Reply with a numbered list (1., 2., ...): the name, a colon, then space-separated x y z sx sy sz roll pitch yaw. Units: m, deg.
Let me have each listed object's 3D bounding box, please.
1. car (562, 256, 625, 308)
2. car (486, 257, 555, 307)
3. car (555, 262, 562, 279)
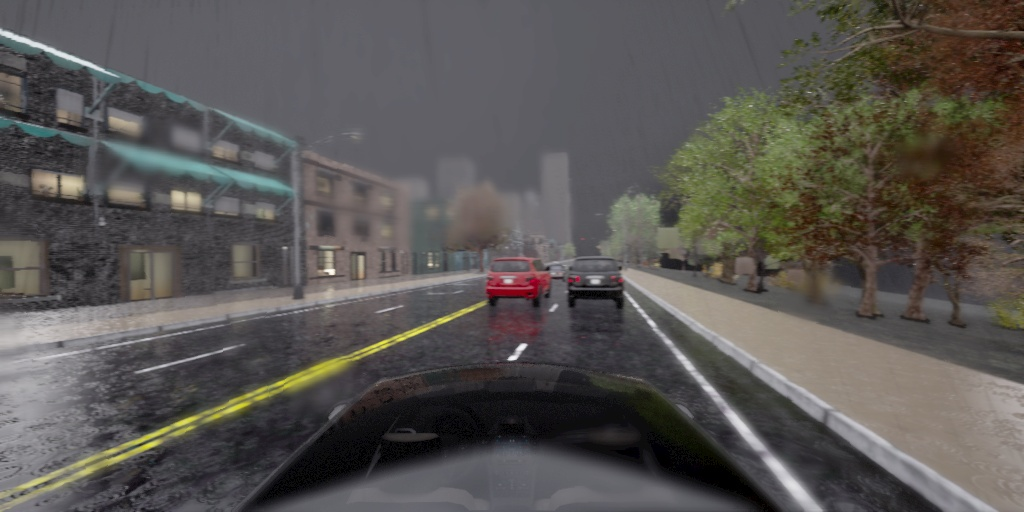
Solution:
1. car: 3.634 1.027 15.659 2.150 2.045 5.566 -1 0 13
2. car: 0.465 1.070 16.379 2.150 2.045 5.566 -1 0 13
3. car: 3.823 1.470 30.954 2.033 1.411 5.357 -1 0 13
